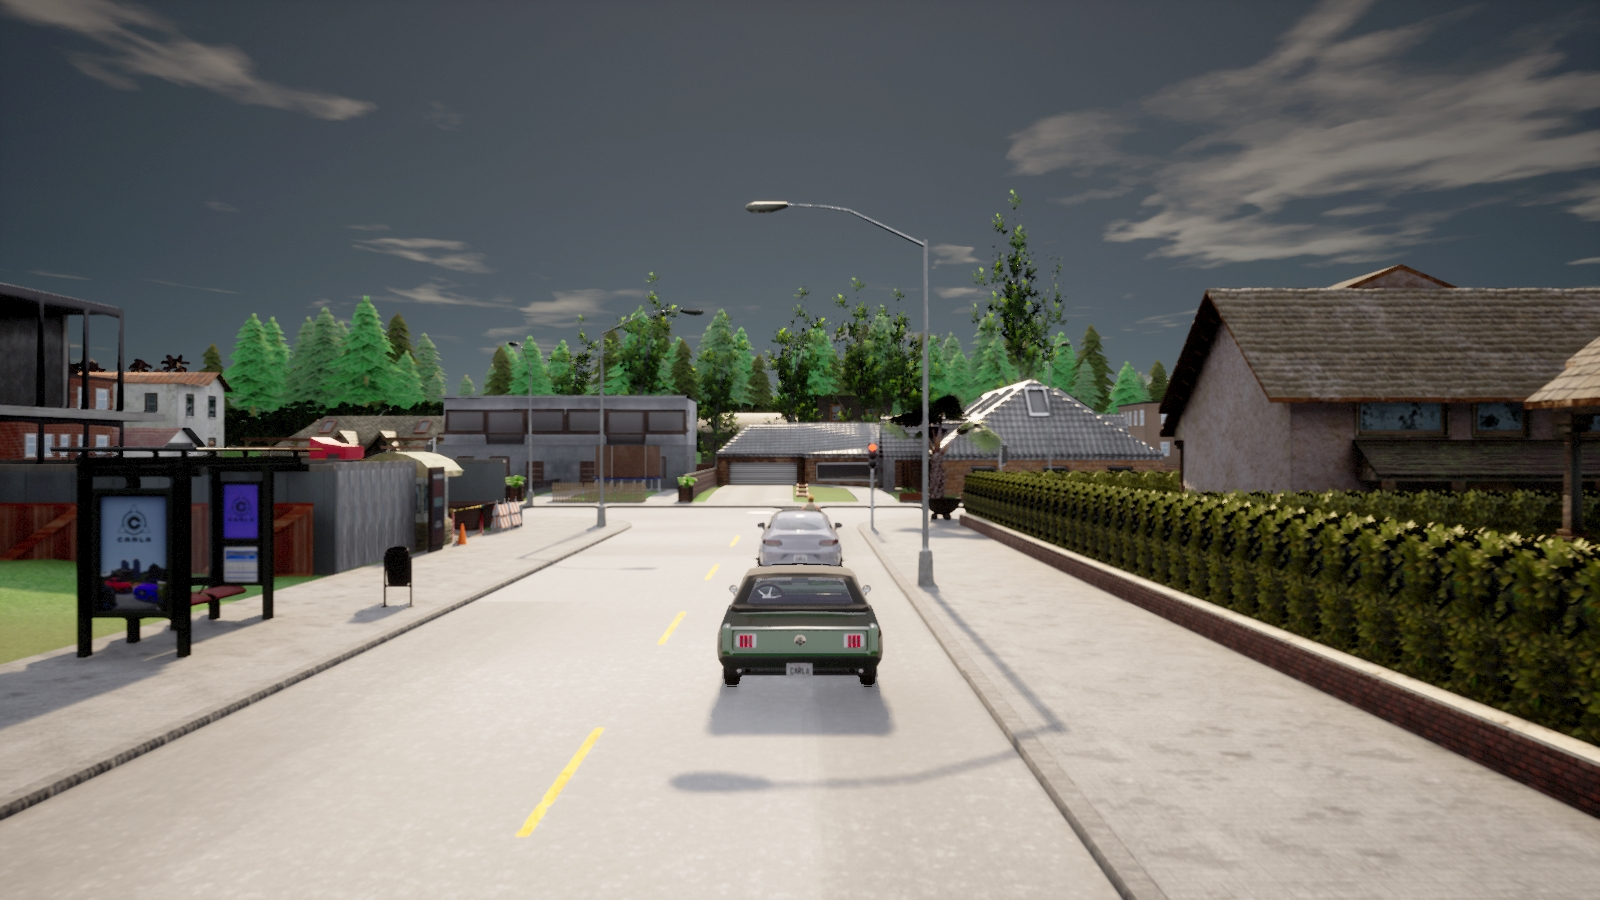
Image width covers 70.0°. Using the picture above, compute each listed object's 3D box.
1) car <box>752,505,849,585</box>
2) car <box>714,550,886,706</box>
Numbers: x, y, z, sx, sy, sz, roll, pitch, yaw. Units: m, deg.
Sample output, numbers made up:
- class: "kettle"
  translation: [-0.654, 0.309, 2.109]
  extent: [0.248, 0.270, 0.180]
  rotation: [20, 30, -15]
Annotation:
- class: "car"
  translation: [-0.001, 2.082, 26.074]
  extent: [2.002, 1.442, 4.674]
  rotation: [0, 0, 0]
- class: "car"
  translation: [0.001, 2.155, 14.899]
  extent: [1.895, 1.301, 4.718]
  rotation: [0, 0, 0]
